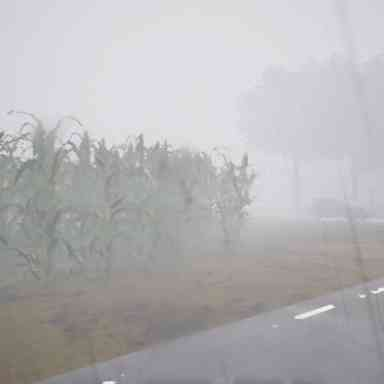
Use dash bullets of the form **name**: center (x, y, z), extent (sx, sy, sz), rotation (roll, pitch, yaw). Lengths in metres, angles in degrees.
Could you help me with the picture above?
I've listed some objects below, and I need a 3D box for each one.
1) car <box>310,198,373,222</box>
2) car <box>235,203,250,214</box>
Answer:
- **car**: center (13.759, 1.590, 31.061), extent (2.150, 2.045, 5.566), rotation (0, 0, -36)
- **car**: center (5.507, 2.091, 42.755), extent (1.994, 1.385, 4.181), rotation (0, 0, -35)
